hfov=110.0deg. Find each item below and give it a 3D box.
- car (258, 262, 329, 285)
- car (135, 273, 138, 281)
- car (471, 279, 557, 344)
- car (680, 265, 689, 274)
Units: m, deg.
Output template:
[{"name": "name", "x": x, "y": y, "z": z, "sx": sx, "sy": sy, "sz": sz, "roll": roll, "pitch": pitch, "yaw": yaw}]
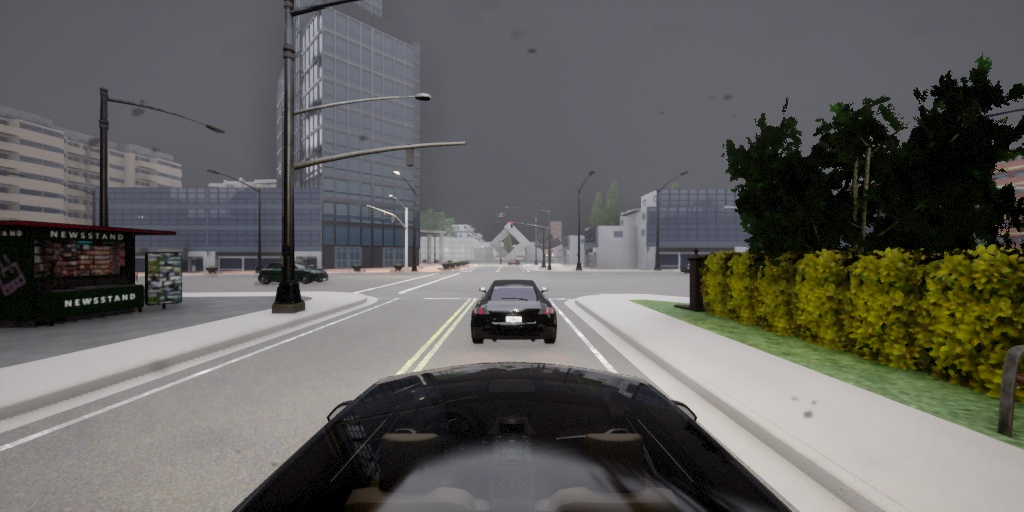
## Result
[{"name": "car", "x": -16.494, "y": 1.210, "z": 27.224, "sx": 4.553, "sy": 1.767, "sz": 2.097, "roll": -1, "pitch": 0, "yaw": -1}, {"name": "car", "x": -31.783, "y": 1.267, "z": 27.039, "sx": 5.566, "sy": 2.045, "sz": 2.150, "roll": 0, "pitch": 0, "yaw": -1}, {"name": "car", "x": 0.045, "y": 1.314, "z": 9.637, "sx": 1.994, "sy": 1.385, "sz": 4.181, "roll": 0, "pitch": 0, "yaw": 0}, {"name": "car", "x": 20.347, "y": 1.266, "z": 38.369, "sx": 4.181, "sy": 1.385, "sz": 1.994, "roll": 0, "pitch": 0, "yaw": -2}]
